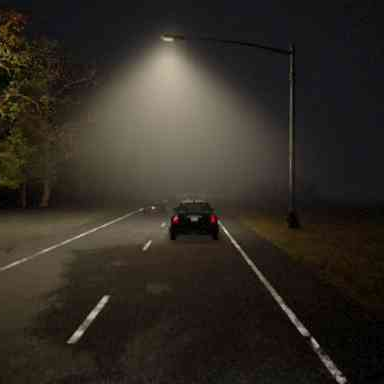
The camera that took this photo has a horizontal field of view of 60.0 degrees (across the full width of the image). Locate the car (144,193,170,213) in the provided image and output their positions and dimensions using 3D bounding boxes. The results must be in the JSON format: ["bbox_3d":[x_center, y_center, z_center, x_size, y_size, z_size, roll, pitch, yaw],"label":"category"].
[{"bbox_3d":[-3.399,1.117,31.422,1.837,1.490,4.892,0,0,0],"label":"car"}]

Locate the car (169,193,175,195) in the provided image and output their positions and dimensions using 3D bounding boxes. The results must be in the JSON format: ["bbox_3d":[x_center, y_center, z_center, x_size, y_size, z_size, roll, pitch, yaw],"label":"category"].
[{"bbox_3d":[-3.399,0.871,54.431,2.033,1.411,5.357,0,1,0],"label":"car"}]

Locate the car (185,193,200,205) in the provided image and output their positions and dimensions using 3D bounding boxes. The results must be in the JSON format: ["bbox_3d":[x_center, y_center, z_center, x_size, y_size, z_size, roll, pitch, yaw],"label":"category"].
[{"bbox_3d":[0.100,0.962,47.271,2.033,1.411,5.357,0,1,0],"label":"car"}]

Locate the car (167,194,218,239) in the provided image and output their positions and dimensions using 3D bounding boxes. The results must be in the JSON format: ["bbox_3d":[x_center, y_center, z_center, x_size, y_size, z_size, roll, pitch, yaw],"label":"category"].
[{"bbox_3d":[0.100,1.154,16.221,2.097,1.767,4.553,0,1,0],"label":"car"}]
